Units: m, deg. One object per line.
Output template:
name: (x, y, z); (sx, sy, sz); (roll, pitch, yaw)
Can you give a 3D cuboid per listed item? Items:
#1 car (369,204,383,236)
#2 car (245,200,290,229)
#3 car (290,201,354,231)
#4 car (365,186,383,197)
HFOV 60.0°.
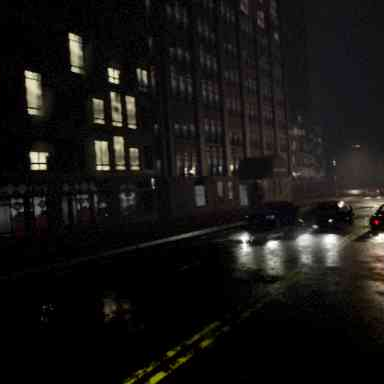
car: (9.162, 1.130, 14.596); (1.895, 1.301, 4.718); (-3, 0, 36)
car: (4.958, 1.268, 20.199); (1.882, 1.535, 5.008); (-3, 0, 36)
car: (7.418, 1.189, 18.056); (2.033, 1.411, 5.357); (-3, 0, 36)
car: (29.245, -0.149, 53.414); (2.097, 1.767, 4.553); (-3, 0, 37)
